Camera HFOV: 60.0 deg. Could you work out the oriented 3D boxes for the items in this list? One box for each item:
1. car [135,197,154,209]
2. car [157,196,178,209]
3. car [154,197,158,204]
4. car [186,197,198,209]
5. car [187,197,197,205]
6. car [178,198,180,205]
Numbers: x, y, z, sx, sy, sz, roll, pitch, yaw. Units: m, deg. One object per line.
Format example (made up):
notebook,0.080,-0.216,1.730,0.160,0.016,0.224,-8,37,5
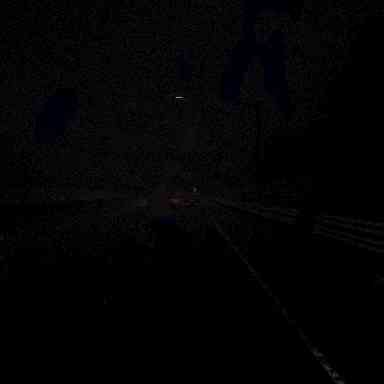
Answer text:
car,-7.011,1.675,47.871,1.812,1.442,4.674,0,0,0
car,-3.508,1.717,48.885,1.994,1.385,4.181,0,0,0
car,-6.974,1.707,64.384,2.128,1.511,4.902,0,0,1
car,-0.012,1.698,48.194,2.033,1.411,5.357,0,0,0
car,0.021,1.719,64.607,1.837,1.490,4.892,0,0,1
car,-3.478,1.568,64.421,2.097,1.767,4.553,0,0,1
